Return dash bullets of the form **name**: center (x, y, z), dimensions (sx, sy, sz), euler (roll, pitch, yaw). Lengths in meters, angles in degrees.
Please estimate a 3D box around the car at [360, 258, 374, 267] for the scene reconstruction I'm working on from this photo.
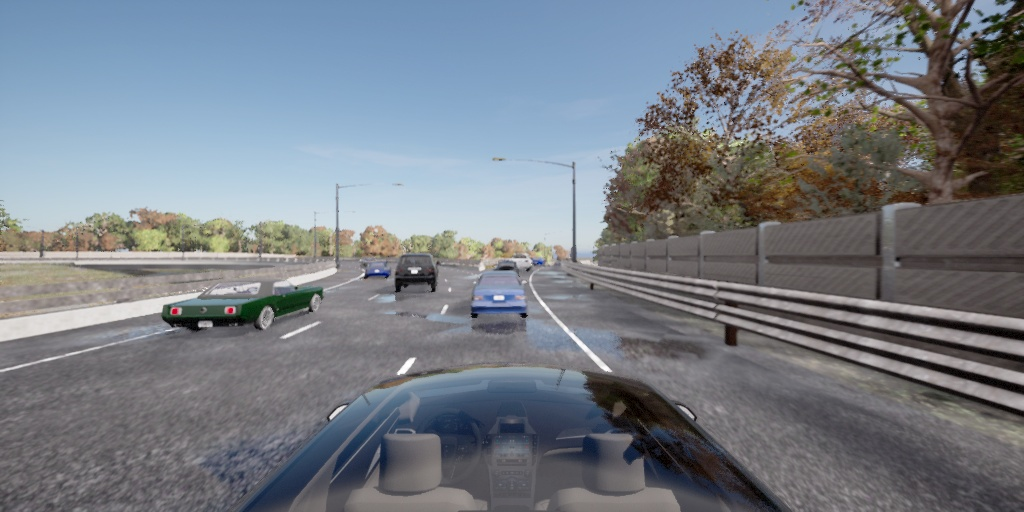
- **car**: center (-22.181, 1.011, 55.255), dimensions (2.128, 1.511, 4.902), euler (0, 0, -31)

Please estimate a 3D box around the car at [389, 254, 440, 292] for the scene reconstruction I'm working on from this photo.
- **car**: center (-5.396, 0.882, 20.722), dimensions (2.150, 2.045, 5.566), euler (0, 0, -10)

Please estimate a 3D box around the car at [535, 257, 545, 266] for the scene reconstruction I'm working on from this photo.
- **car**: center (4.331, 0.905, 59.135), dimensions (1.882, 1.535, 5.008), euler (0, 0, 12)

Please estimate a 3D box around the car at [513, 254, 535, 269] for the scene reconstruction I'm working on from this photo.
- **car**: center (1.217, 0.741, 42.973), dimensions (2.150, 2.045, 5.566), euler (0, 0, 8)

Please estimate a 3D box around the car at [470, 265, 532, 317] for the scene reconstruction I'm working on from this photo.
- **car**: center (-0.434, 1.238, 12.830), dimensions (2.033, 1.411, 5.357), euler (0, 0, -1)

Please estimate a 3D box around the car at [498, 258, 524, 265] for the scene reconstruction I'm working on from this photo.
- **car**: center (-0.278, 1.117, 26.904), dimensions (1.837, 1.490, 4.892), euler (0, 0, 3)

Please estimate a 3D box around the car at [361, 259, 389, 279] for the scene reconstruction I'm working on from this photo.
- **car**: center (-11.560, 1.185, 31.142), dimensions (1.994, 1.385, 4.181), euler (0, 0, -16)

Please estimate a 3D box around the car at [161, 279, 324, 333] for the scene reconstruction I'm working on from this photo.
- **car**: center (-7.495, 1.323, 10.751), dimensions (1.895, 1.301, 4.718), euler (0, 0, -5)
